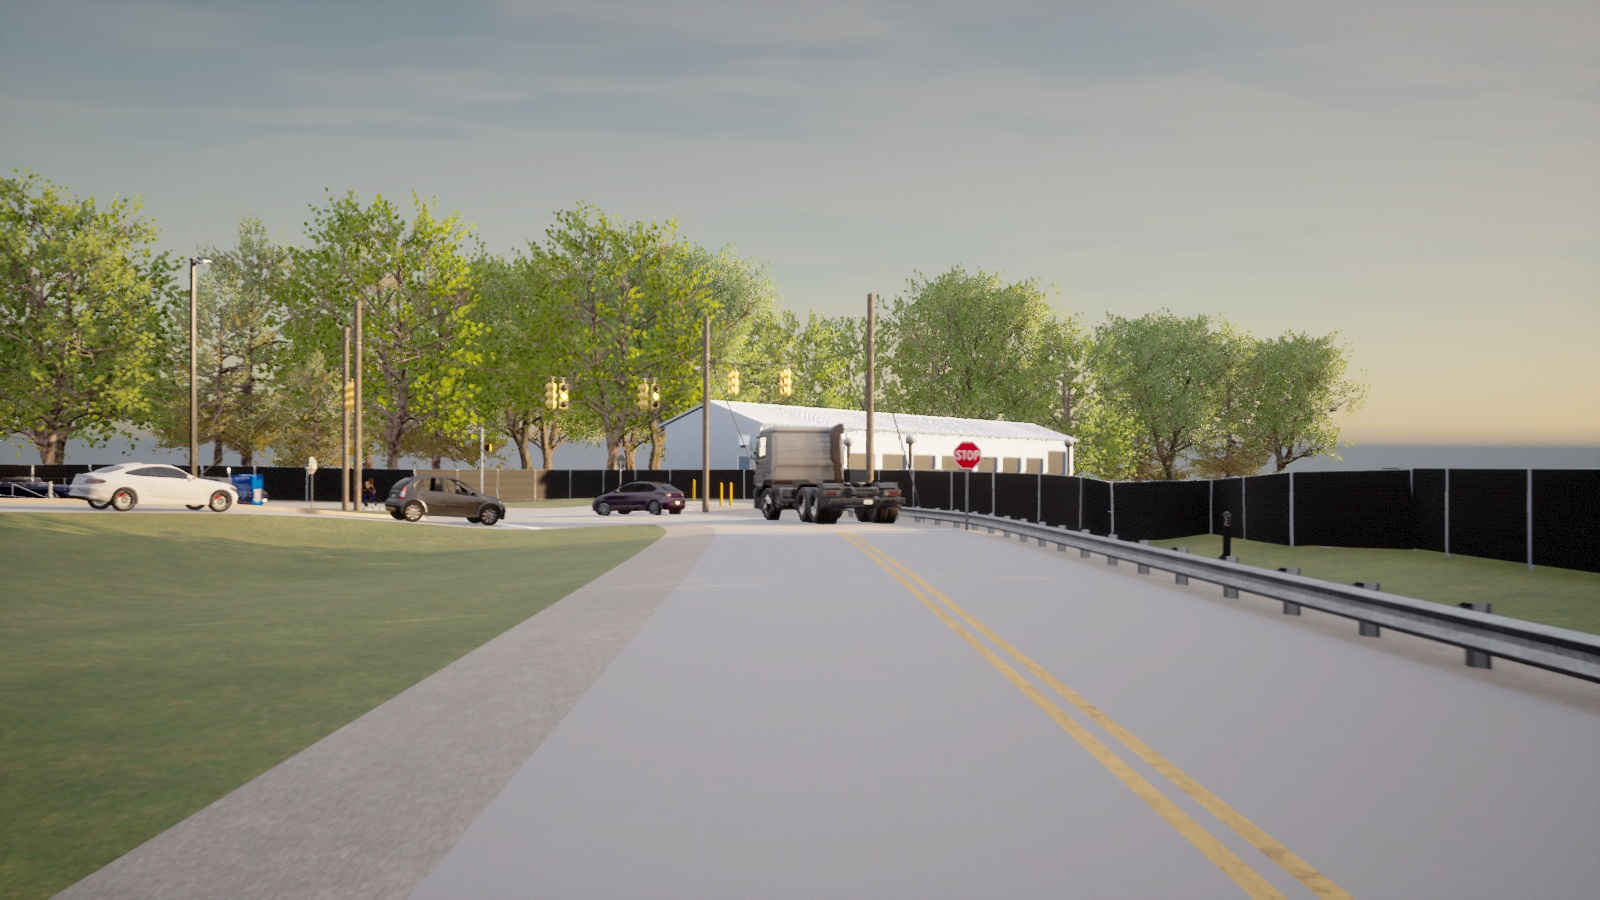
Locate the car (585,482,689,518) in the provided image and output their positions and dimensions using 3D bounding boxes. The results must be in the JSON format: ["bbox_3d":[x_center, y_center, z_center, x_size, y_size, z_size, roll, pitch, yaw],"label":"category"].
[{"bbox_3d":[-7.136,2.199,55.007,4.193,1.474,1.816,-2,-2,27],"label":"car"}]

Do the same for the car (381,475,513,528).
[{"bbox_3d":[-12.379,1.804,44.054,3.988,1.617,1.851,5,-3,-33],"label":"car"}]

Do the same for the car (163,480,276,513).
[{"bbox_3d":[-29.520,2.348,63.957,4.792,1.488,2.163,1,1,6],"label":"car"}]

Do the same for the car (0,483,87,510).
[{"bbox_3d":[-39.456,2.361,64.333,4.718,1.301,1.895,0,0,-4],"label":"car"}]

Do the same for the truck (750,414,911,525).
[{"bbox_3d":[0.851,0.720,43.270,2.891,3.462,7.936,0,-2,-19],"label":"truck"}]

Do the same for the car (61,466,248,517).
[{"bbox_3d":[-19.495,1.284,38.099,1.812,1.442,4.674,0,-2,39],"label":"car"}]
